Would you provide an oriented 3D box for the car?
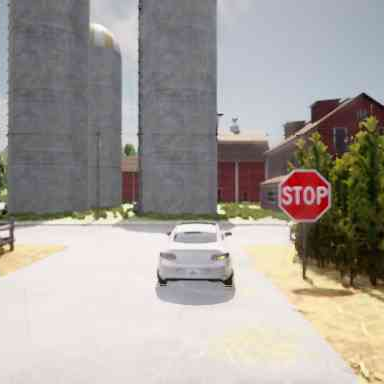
[{"bbox_3d":[0.177,1.588,9.519,1.812,1.442,4.674,0,0,4],"label":"car"}]
